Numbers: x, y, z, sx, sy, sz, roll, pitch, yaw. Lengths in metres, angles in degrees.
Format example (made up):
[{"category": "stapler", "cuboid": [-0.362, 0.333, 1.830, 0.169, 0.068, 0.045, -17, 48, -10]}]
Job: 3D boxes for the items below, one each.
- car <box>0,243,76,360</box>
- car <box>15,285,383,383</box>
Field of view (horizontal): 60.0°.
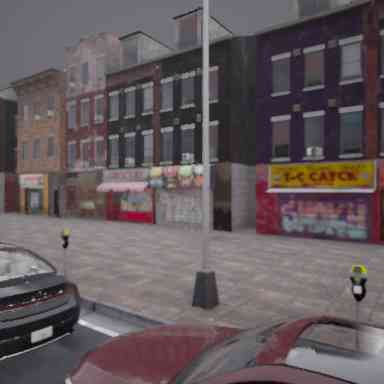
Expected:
[{"category": "car", "cuboid": [-3.625, 1.491, 5.342, 4.403, 1.369, 2.008, 1, 0, 35]}, {"category": "car", "cuboid": [0.828, 1.576, 2.223, 4.206, 1.307, 1.802, 1, 0, 35]}]
